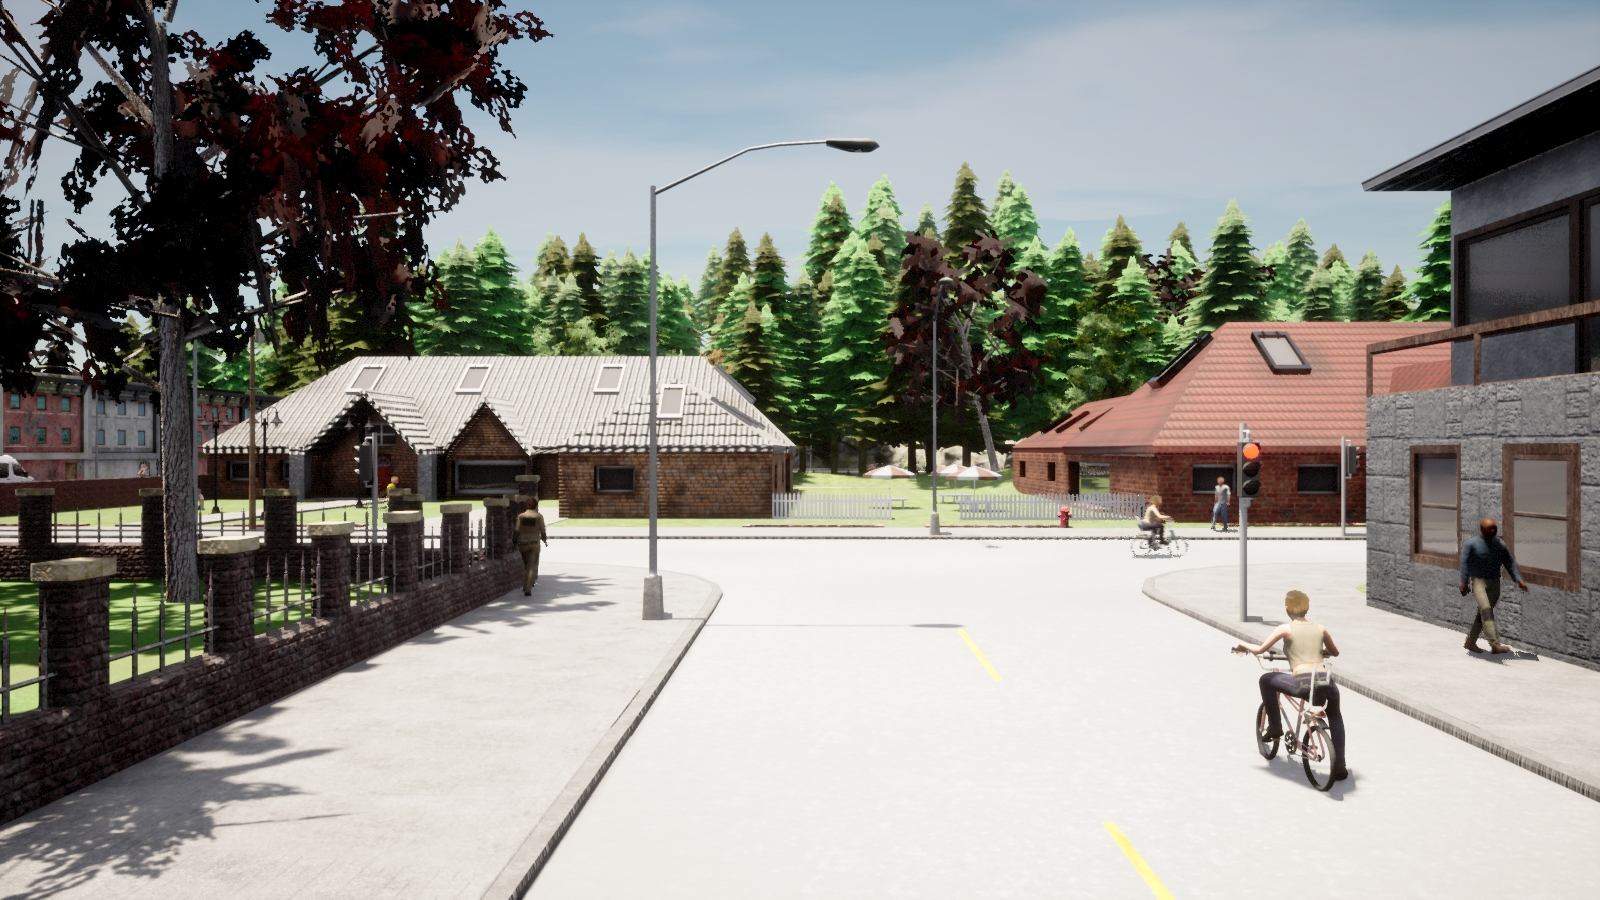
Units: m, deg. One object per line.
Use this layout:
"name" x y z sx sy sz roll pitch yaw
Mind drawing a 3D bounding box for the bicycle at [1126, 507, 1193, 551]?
"bicycle" 9.305 2.036 29.612 1.487 1.080 0.859 0 0 1

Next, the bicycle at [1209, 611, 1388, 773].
"bicycle" 4.247 2.036 9.857 0.859 1.080 1.487 0 0 -2

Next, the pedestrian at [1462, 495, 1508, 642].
"pedestrian" 8.841 1.516 14.751 0.375 1.860 0.375 0 0 1

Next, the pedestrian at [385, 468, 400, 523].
"pedestrian" -13.700 1.524 38.387 0.375 1.860 0.375 0 0 2

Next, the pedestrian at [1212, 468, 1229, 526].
"pedestrian" 13.733 1.524 37.313 0.375 1.860 0.375 0 0 -40

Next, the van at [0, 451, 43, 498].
"van" -44.022 1.314 61.893 1.988 2.561 5.915 0 0 2

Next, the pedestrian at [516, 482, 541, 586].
"pedestrian" -4.936 1.523 20.807 0.375 1.860 0.375 0 0 -2
